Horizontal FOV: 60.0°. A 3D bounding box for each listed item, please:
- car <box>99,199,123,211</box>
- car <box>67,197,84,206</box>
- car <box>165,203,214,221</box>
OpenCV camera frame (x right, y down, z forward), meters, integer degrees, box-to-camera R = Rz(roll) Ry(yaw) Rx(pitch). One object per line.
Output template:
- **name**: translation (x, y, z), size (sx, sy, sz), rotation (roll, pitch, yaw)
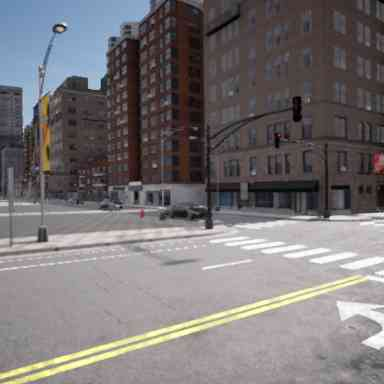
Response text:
- **car**: translation (-10.603, 1.660, 43.491), size (2.128, 1.511, 4.902), rotation (-1, 1, -35)
- **car**: translation (-20.011, 1.587, 57.014), size (1.994, 1.385, 4.181), rotation (-1, 0, -35)
- **car**: translation (-0.401, 1.655, 28.987), size (2.033, 1.411, 5.357), rotation (-1, 0, -35)
